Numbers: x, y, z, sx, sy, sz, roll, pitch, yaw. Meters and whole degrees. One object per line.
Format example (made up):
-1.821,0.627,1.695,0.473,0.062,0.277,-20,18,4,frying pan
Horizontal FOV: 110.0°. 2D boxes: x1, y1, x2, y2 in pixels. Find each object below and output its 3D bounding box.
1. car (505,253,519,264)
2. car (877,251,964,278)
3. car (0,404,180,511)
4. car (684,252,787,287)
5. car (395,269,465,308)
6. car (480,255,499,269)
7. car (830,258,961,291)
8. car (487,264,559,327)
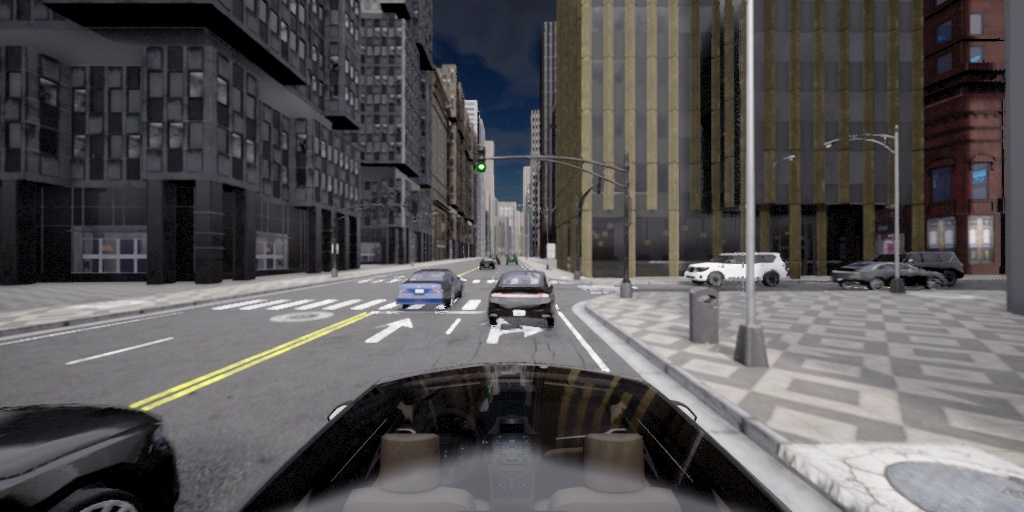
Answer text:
0.005,0.553,64.711,2.150,2.045,5.566,0,0,0,car
24.077,0.753,22.031,5.566,2.045,2.150,0,0,0,car
-3.149,1.248,0.395,2.128,1.511,4.902,0,0,-1,car
13.651,0.798,22.005,5.566,2.045,2.150,0,0,0,car
-3.150,1.229,14.706,2.033,1.411,5.357,0,0,0,car
-3.152,0.941,47.388,1.882,1.535,5.008,0,0,0,car
19.658,1.032,18.835,4.902,1.511,2.128,0,0,0,car
0.426,1.193,11.344,2.128,1.511,4.902,0,0,6,car
